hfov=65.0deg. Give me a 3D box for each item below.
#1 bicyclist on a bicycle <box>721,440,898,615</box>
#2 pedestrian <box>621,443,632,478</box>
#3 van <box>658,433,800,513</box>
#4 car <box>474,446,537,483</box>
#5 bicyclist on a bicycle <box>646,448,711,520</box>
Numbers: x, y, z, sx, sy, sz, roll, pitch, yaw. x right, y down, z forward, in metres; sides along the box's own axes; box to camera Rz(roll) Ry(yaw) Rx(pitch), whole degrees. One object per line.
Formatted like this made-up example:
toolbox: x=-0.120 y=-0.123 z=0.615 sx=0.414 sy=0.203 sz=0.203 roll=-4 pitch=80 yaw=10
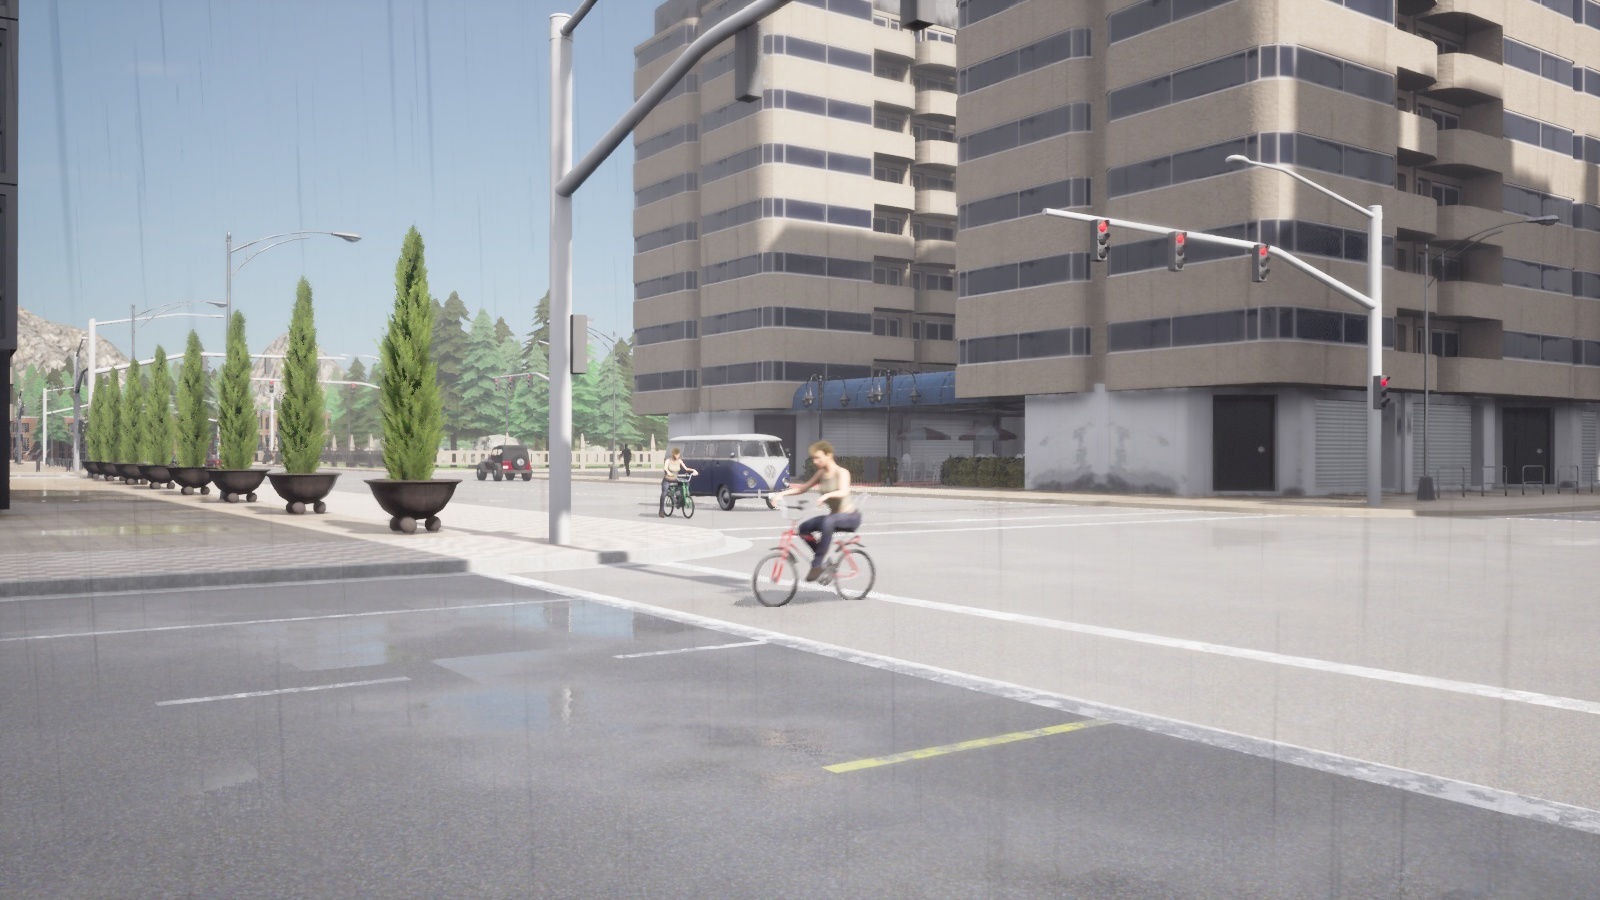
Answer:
bicyclist on a bicycle: x=0.097 y=0.711 z=12.300 sx=1.509 sy=1.612 sz=0.866 roll=0 pitch=0 yaw=-35
pedestrian: x=-9.803 y=0.591 z=70.856 sx=0.395 sy=1.930 sz=0.692 roll=0 pitch=0 yaw=-28
van: x=-1.986 y=0.584 z=33.753 sx=1.775 sy=1.987 sz=4.442 roll=0 pitch=0 yaw=-35
car: x=-15.399 y=0.734 z=65.583 sx=1.905 sy=1.878 sz=3.866 roll=0 pitch=0 yaw=-34
bicyclist on a bicycle: x=-2.792 y=0.758 z=28.742 sx=0.866 sy=1.612 sz=1.509 roll=0 pitch=0 yaw=-35
